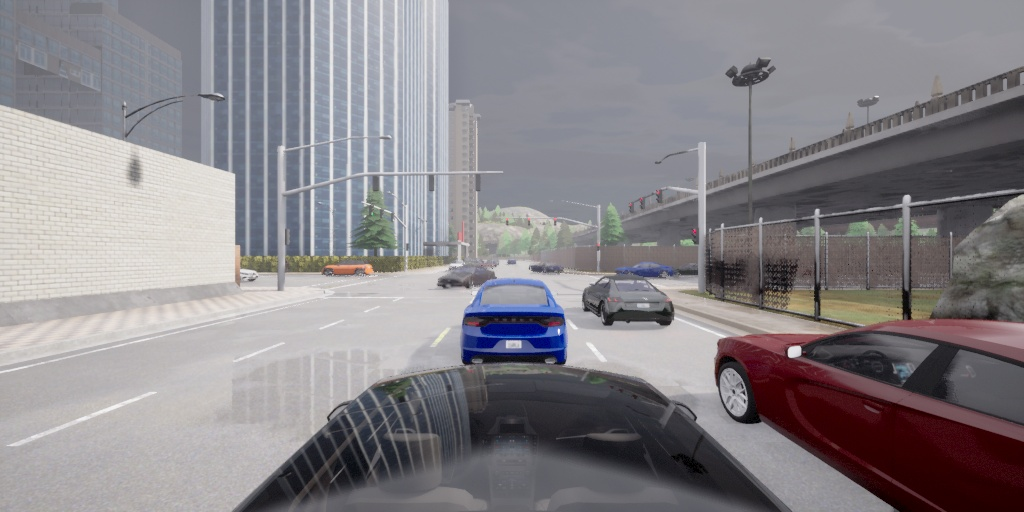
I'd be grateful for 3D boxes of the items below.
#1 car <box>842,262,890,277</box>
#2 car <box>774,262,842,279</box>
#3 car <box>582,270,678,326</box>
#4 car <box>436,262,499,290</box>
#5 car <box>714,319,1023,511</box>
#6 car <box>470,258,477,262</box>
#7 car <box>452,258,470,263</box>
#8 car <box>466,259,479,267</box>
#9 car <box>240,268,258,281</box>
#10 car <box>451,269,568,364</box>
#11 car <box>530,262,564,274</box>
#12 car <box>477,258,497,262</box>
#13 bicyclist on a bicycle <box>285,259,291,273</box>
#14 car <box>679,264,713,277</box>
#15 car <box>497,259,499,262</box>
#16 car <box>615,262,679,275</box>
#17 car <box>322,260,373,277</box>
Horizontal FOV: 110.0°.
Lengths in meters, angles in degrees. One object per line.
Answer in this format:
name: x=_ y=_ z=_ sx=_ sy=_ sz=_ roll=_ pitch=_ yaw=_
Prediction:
car: x=34.433 y=1.310 z=35.533 sx=4.892 sy=1.490 sz=1.837 roll=0 pitch=0 yaw=0
car: x=25.859 y=1.283 z=32.019 sx=5.008 sy=1.535 sz=1.882 roll=0 pitch=0 yaw=0
car: x=3.573 y=1.314 z=11.730 sx=1.994 sy=1.385 sz=4.181 roll=0 pitch=0 yaw=0
car: x=-2.748 y=1.321 z=22.976 sx=2.033 sy=1.411 sz=5.357 roll=0 pitch=0 yaw=19
car: x=3.601 y=1.228 z=2.736 sx=1.882 sy=1.535 sz=5.008 roll=0 pitch=0 yaw=0
car: x=-7.094 y=1.102 z=56.154 sx=2.097 sy=1.767 sz=4.553 roll=0 pitch=0 yaw=0
car: x=-7.099 y=1.276 z=47.289 sx=1.812 sy=1.442 sz=4.674 roll=0 pitch=0 yaw=0
car: x=-7.069 y=1.314 z=64.795 sx=1.994 sy=1.385 sz=4.181 roll=0 pitch=0 yaw=-1
car: x=-22.642 y=1.331 z=28.232 sx=4.674 sy=1.442 sz=1.812 roll=0 pitch=0 yaw=0
car: x=0.052 y=1.228 z=8.069 sx=1.882 sy=1.535 sz=5.008 roll=0 pitch=0 yaw=1
car: x=3.835 y=1.363 z=40.857 sx=1.895 sy=1.301 sz=4.718 roll=-1 pitch=1 yaw=-27
car: x=-3.593 y=1.351 z=51.913 sx=1.895 sy=1.301 sz=4.718 roll=0 pitch=0 yaw=0
bicyclist on a bicycle: x=-25.307 y=1.106 z=40.188 sx=0.582 sy=1.620 sz=1.656 roll=0 pitch=0 yaw=0
car: x=17.341 y=1.406 z=35.503 sx=4.718 sy=1.301 sz=1.895 roll=0 pitch=0 yaw=0
car: x=-3.583 y=1.351 z=61.077 sx=1.895 sy=1.301 sz=4.718 roll=0 pitch=0 yaw=0
car: x=11.742 y=1.281 z=31.989 sx=5.008 sy=1.535 sz=1.882 roll=0 pitch=0 yaw=0
car: x=-16.251 y=1.158 z=35.426 sx=4.553 sy=1.767 sz=2.097 roll=0 pitch=0 yaw=0
